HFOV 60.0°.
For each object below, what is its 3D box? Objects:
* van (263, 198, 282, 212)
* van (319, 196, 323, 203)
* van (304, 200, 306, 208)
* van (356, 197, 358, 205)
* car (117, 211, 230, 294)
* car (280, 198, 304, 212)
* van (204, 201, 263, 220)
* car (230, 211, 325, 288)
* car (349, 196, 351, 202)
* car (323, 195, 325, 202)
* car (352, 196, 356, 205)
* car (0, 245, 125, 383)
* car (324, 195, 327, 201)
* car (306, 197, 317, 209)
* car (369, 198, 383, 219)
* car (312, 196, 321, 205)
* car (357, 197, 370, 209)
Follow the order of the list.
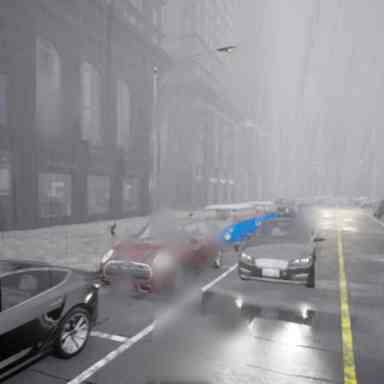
[{"bbox_3d":[3.873,1.442,19.229,1.690,1.788,3.998,0,0,23],"label":"van"},{"bbox_3d":[26.330,1.783,70.928,1.690,1.788,3.998,0,0,23],"label":"van"},{"bbox_3d":[10.610,1.538,34.738,1.690,1.788,3.998,0,0,23],"label":"van"},{"bbox_3d":[29.662,1.716,57.203,1.690,1.788,3.998,0,0,23],"label":"van"},{"bbox_3d":[-0.618,1.479,8.890,1.967,1.590,4.097,0,0,23],"label":"car"},{"bbox_3d":[8.364,1.479,29.569,2.192,1.841,5.009,0,0,23],"label":"car"},{"bbox_3d":[1.627,1.411,14.060,1.690,1.788,3.998,0,0,23],"label":"van"},{"bbox_3d":[2.732,1.543,9.663,2.128,1.511,4.902,0,0,23],"label":"car"},{"bbox_3d":[38.645,2.070,77.880,2.008,1.369,4.403,0,0,23],"label":"car"},{"bbox_3d":[30.822,2.080,81.266,1.947,1.339,4.313,0,0,23],"label":"car"},{"bbox_3d":[34.154,1.887,67.541,1.967,1.590,4.097,0,0,23],"label":"car"},{"bbox_3d":[-2.864,1.576,3.719,1.947,1.339,4.313,0,0,23],"label":"car"},{"bbox_3d":[33.067,1.866,86.437,2.192,1.841,5.009,0,0,23],"label":"car"},{"bbox_3d":[17.347,1.843,50.247,1.887,1.381,4.507,0,0,23],"label":"car"},{"bbox_3d":[18.435,1.516,31.355,2.192,1.841,5.009,0,0,23],"label":"car"},{"bbox_3d":[21.838,1.936,60.586,1.947,1.339,4.313,0,0,23],"label":"car"},{"bbox_3d":[27.485,1.865,52.188,1.752,1.417,4.829,0,0,23],"label":"car"}]
